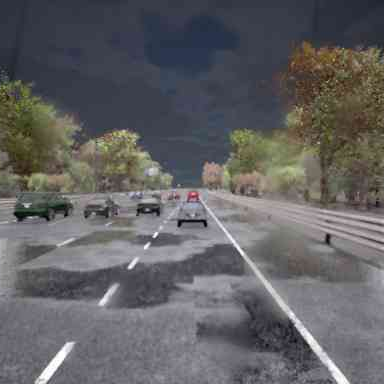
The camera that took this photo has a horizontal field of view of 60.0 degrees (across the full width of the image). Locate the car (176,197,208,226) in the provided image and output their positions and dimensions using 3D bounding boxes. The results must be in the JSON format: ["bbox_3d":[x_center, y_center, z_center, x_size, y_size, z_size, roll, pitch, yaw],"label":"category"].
[{"bbox_3d":[0.048,1.309,21.139,2.033,1.411,5.357,0,1,1],"label":"car"}]

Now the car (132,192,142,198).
[{"bbox_3d":[-10.294,0.818,63.725,1.812,1.442,4.674,0,1,1],"label":"car"}]

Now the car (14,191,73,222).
[{"bbox_3d":[-10.435,0.957,23.737,2.150,2.045,5.566,0,1,0],"label":"car"}]

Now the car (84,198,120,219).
[{"bbox_3d":[-6.922,1.216,25.860,1.837,1.490,4.892,0,1,0],"label":"car"}]

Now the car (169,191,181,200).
[{"bbox_3d":[-3.271,0.631,64.803,2.097,1.767,4.553,0,1,0],"label":"car"}]

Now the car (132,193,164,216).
[{"bbox_3d":[-3.415,1.163,27.919,1.882,1.535,5.008,0,1,0],"label":"car"}]

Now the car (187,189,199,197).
[{"bbox_3d":[0.243,0.501,64.948,2.150,2.045,5.566,0,1,0],"label":"car"}]
